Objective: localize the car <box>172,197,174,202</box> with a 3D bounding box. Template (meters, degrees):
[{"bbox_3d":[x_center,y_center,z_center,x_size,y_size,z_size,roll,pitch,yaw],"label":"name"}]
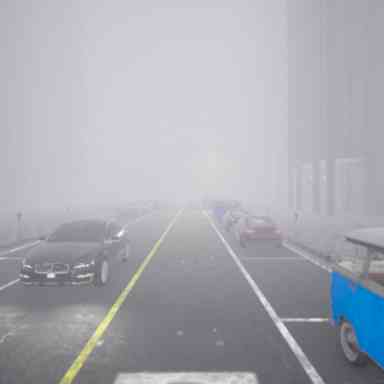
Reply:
[{"bbox_3d":[-5.746,1.817,77.031,1.887,1.381,4.507,0,0,0],"label":"car"}]

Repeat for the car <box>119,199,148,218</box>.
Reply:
[{"bbox_3d":[-5.756,1.658,31.613,2.008,1.369,4.403,0,0,0],"label":"car"}]

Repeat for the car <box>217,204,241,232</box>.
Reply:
[{"bbox_3d":[2.767,1.649,20.258,1.802,1.307,4.206,0,0,0],"label":"car"}]

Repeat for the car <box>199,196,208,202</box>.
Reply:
[{"bbox_3d":[2.780,1.735,82.712,1.967,1.590,4.097,0,0,0],"label":"car"}]

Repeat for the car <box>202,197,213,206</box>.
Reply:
[{"bbox_3d":[2.776,1.732,60.172,1.752,1.417,4.829,0,0,0],"label":"car"}]

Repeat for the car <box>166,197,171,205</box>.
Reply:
[{"bbox_3d":[-5.748,1.773,65.677,1.887,1.381,4.507,0,0,0],"label":"car"}]

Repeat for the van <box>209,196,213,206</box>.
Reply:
[{"bbox_3d":[2.769,1.448,31.614,1.690,1.788,3.998,0,0,0],"label":"van"}]

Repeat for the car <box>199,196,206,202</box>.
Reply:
[{"bbox_3d":[2.781,1.885,88.389,1.947,1.339,4.313,0,0,0],"label":"car"}]

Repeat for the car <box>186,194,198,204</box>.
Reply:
[{"bbox_3d":[0.016,1.771,71.853,1.812,1.442,4.674,0,0,0],"label":"car"}]

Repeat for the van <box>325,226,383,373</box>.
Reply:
[{"bbox_3d":[2.763,1.351,3.227,1.690,1.788,3.998,0,0,0],"label":"van"}]

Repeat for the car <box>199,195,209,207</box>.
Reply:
[{"bbox_3d":[2.774,1.501,54.324,2.192,1.841,5.009,0,0,0],"label":"car"}]

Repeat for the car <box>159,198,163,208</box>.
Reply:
[{"bbox_3d":[-5.752,1.732,48.645,1.947,1.339,4.313,0,0,0],"label":"car"}]

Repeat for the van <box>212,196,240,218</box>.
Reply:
[{"bbox_3d":[2.768,1.428,25.937,1.690,1.788,3.998,0,0,0],"label":"van"}]

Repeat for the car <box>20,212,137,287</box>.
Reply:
[{"bbox_3d":[-2.998,1.538,9.506,1.837,1.490,4.892,0,0,0],"label":"car"}]

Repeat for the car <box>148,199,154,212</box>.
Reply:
[{"bbox_3d":[-5.754,1.567,37.290,1.967,1.590,4.097,0,0,0],"label":"car"}]

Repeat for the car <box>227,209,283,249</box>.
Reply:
[{"bbox_3d":[2.766,1.630,14.580,1.802,1.307,4.206,0,0,0],"label":"car"}]

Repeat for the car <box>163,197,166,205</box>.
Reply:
[{"bbox_3d":[-5.751,1.711,54.151,1.752,1.417,4.829,0,0,0],"label":"car"}]

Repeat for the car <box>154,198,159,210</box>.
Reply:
[{"bbox_3d":[-5.753,1.671,42.797,1.752,1.417,4.829,0,0,0],"label":"car"}]

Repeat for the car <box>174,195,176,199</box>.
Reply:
[{"bbox_3d":[-5.745,1.862,82.709,1.947,1.339,4.313,0,0,0],"label":"car"}]
